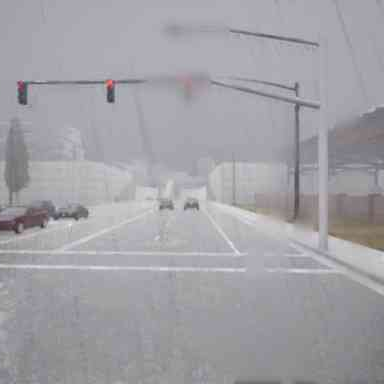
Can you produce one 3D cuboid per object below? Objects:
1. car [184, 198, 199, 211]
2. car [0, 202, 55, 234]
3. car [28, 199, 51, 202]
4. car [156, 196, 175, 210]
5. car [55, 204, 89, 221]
[{"bbox_3d":[-0.044,1.623,46.603,2.097,1.767,4.553,0,0,0],"label":"car"},{"bbox_3d":[-10.554,1.601,20.381,1.882,1.535,5.008,0,0,0],"label":"car"},{"bbox_3d":[-14.062,1.533,30.048,2.097,1.767,4.553,0,0,0],"label":"car"},{"bbox_3d":[-3.545,1.766,46.592,2.128,1.511,4.902,0,0,0],"label":"car"},{"bbox_3d":[-10.574,1.740,29.373,1.994,1.385,4.181,0,0,0],"label":"car"}]
